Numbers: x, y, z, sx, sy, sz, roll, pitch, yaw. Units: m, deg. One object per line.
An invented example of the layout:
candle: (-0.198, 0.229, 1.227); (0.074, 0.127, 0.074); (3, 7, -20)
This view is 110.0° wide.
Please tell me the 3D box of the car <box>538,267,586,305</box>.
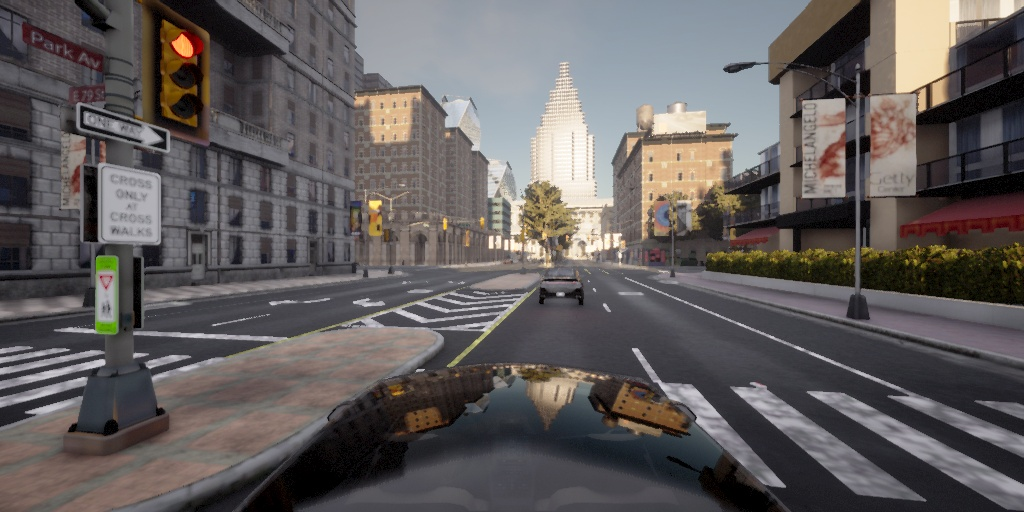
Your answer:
car: (2.242, 1.244, 16.034); (2.128, 1.511, 4.902); (0, 0, 9)
